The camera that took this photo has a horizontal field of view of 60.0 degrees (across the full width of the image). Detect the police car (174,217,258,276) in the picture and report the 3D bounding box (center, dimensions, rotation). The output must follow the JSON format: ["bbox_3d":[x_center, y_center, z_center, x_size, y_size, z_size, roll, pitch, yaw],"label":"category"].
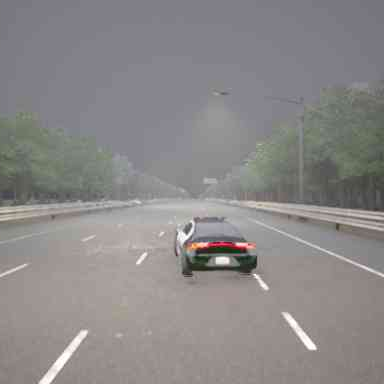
[{"bbox_3d":[0.514,1.570,10.738,2.038,1.542,4.974,1,-1,-6],"label":"police car"}]
